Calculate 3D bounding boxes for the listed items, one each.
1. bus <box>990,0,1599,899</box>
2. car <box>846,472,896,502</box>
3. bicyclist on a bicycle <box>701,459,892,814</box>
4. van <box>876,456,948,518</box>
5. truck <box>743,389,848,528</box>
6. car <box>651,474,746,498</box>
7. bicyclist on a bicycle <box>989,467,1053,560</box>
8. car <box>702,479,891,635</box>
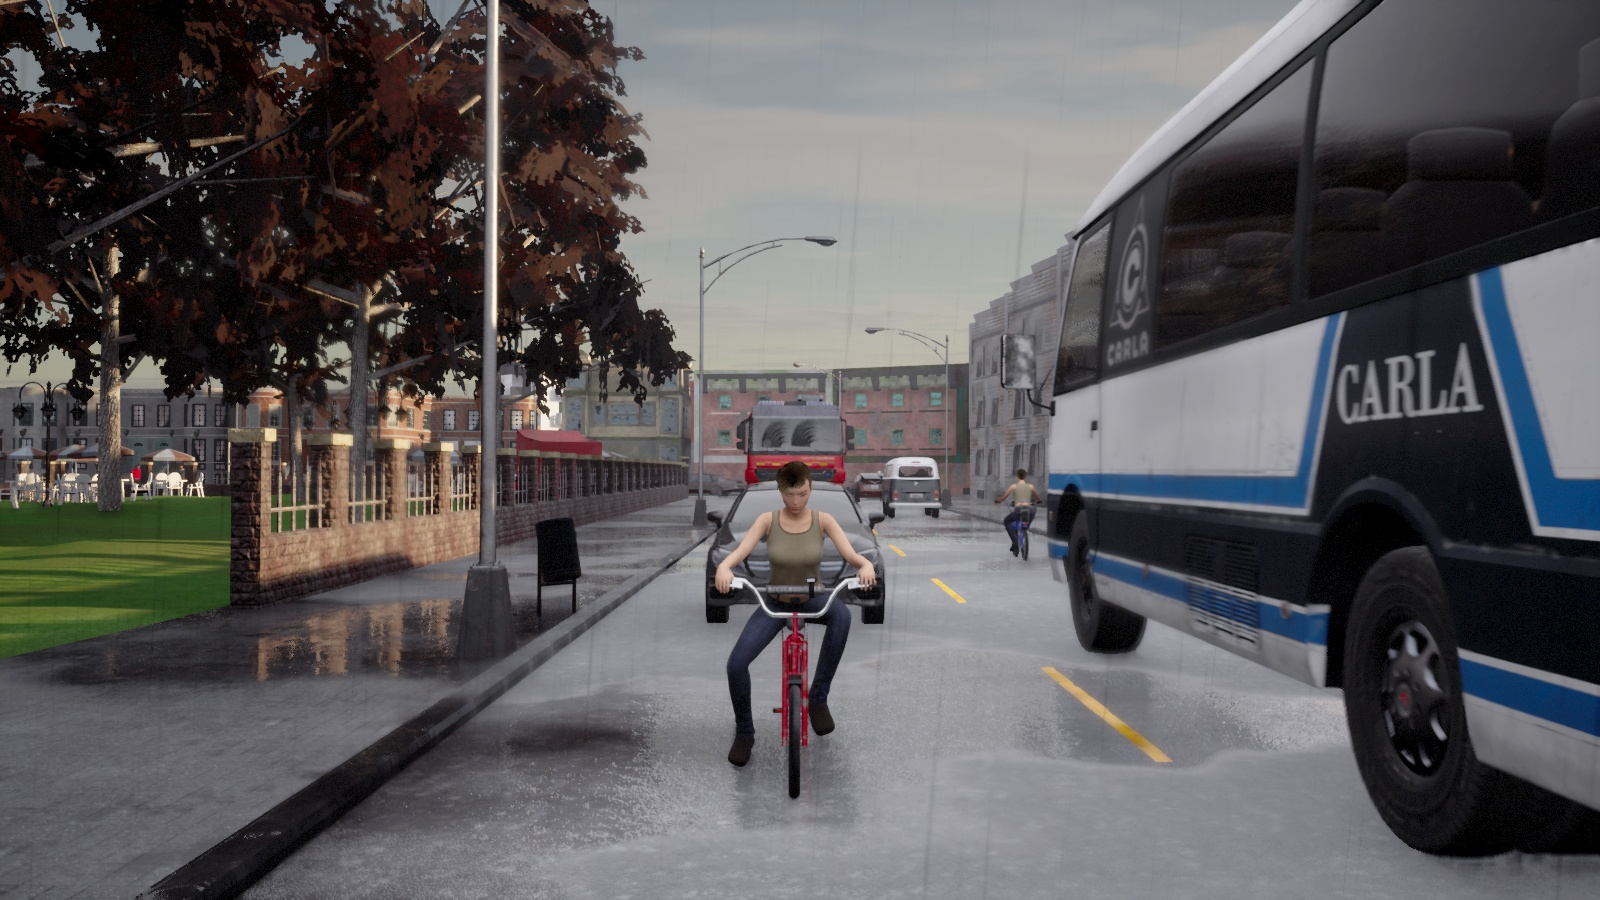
[{"bbox_3d":[3.971,-0.445,7.918,3.944,4.253,10.273,0,-1,0],"label":"bus"},{"bbox_3d":[3.685,1.900,65.618,2.163,1.488,4.792,0,-1,-2],"label":"car"},{"bbox_3d":[-0.018,0.860,6.486,0.866,1.612,1.509,0,-1,0],"label":"bicyclist on a bicycle"},{"bbox_3d":[3.841,1.256,43.767,2.069,2.038,4.480,0,-1,0],"label":"van"},{"bbox_3d":[-0.143,0.302,38.919,2.891,3.827,8.468,0,-1,0],"label":"truck"},{"bbox_3d":[-6.132,2.158,75.818,5.357,1.411,2.033,0,-1,11],"label":"car"},{"bbox_3d":[3.926,1.111,22.432,0.866,1.612,1.509,0,-1,0],"label":"bicyclist on a bicycle"},{"bbox_3d":[-0.042,1.081,14.368,1.812,1.442,4.674,0,-1,0],"label":"car"}]
